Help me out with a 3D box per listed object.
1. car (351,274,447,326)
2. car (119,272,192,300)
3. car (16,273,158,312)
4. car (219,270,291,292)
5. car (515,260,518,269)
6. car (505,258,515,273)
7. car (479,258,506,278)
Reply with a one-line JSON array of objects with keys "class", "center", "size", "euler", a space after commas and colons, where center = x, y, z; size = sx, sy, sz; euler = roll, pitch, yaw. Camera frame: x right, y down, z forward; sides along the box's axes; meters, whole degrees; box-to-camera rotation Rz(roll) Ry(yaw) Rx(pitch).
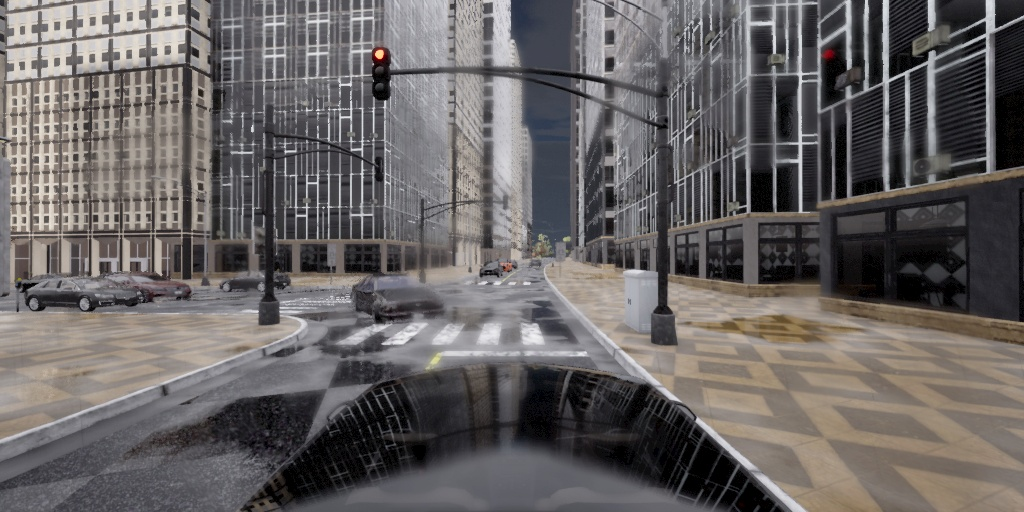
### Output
[{"class": "car", "center": [-4.079, 1.315, 12.138], "size": [2.033, 1.411, 5.357], "euler": [0, -1, -35]}, {"class": "car", "center": [-18.650, 1.571, 17.936], "size": [4.674, 1.442, 1.812], "euler": [-1, 0, 9]}, {"class": "car", "center": [-18.127, 1.567, 15.228], "size": [4.403, 1.370, 2.007], "euler": [0, 0, 9]}, {"class": "car", "center": [-16.815, 1.610, 23.505], "size": [4.403, 1.370, 2.007], "euler": [0, 0, 9]}, {"class": "car", "center": [-0.167, 1.252, 54.329], "size": [2.033, 1.411, 5.357], "euler": [0, 0, 6]}, {"class": "car", "center": [-1.183, 1.074, 43.786], "size": [2.097, 1.767, 4.553], "euler": [0, 0, 5]}, {"class": "car", "center": [-1.924, 1.238, 34.207], "size": [1.837, 1.490, 4.892], "euler": [0, 0, 4]}]
